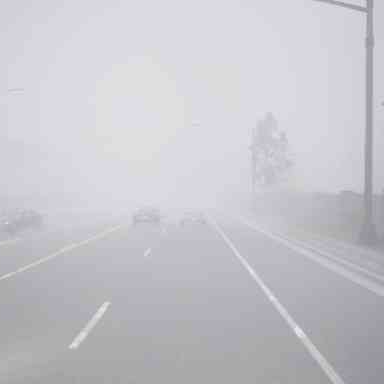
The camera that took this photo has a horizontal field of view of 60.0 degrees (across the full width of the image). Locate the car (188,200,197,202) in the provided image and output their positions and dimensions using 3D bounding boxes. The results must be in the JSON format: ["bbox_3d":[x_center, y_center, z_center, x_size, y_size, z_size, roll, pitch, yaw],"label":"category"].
[{"bbox_3d":[0.098,2.072,55.752,2.033,1.411,5.357,0,-1,0],"label":"car"}]

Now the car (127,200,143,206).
[{"bbox_3d":[-10.502,2.246,63.295,1.895,1.301,4.718,0,-1,0],"label":"car"}]

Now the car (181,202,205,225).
[{"bbox_3d":[0.100,1.777,26.683,1.812,1.442,4.674,0,0,0],"label":"car"}]

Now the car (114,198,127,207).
[{"bbox_3d":[-13.999,2.047,66.059,2.097,1.767,4.553,0,0,0],"label":"car"}]

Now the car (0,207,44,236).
[{"bbox_3d":[-10.593,1.678,19.804,2.128,1.511,4.902,0,-1,0],"label":"car"}]

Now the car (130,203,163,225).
[{"bbox_3d":[-3.400,1.810,26.107,1.994,1.385,4.181,0,0,0],"label":"car"}]
